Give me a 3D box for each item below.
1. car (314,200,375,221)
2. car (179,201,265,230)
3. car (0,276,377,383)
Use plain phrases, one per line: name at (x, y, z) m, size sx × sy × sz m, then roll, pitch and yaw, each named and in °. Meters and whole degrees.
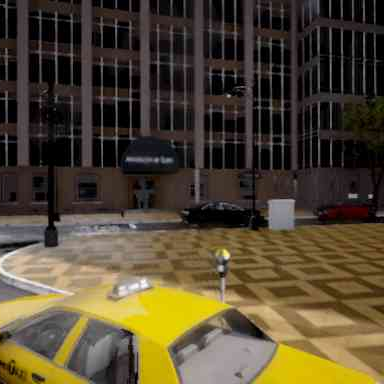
car at (11.107, 1.311, 24.259) m, size 4.181 × 1.385 × 1.994 m, roll 0°, pitch 0°, yaw -14°
car at (1.720, 1.292, 18.998) m, size 4.902 × 1.511 × 2.128 m, roll 0°, pitch 0°, yaw -14°
car at (-0.796, 1.521, 3.293) m, size 4.829 × 1.417 × 1.752 m, roll 0°, pitch 0°, yaw 35°
